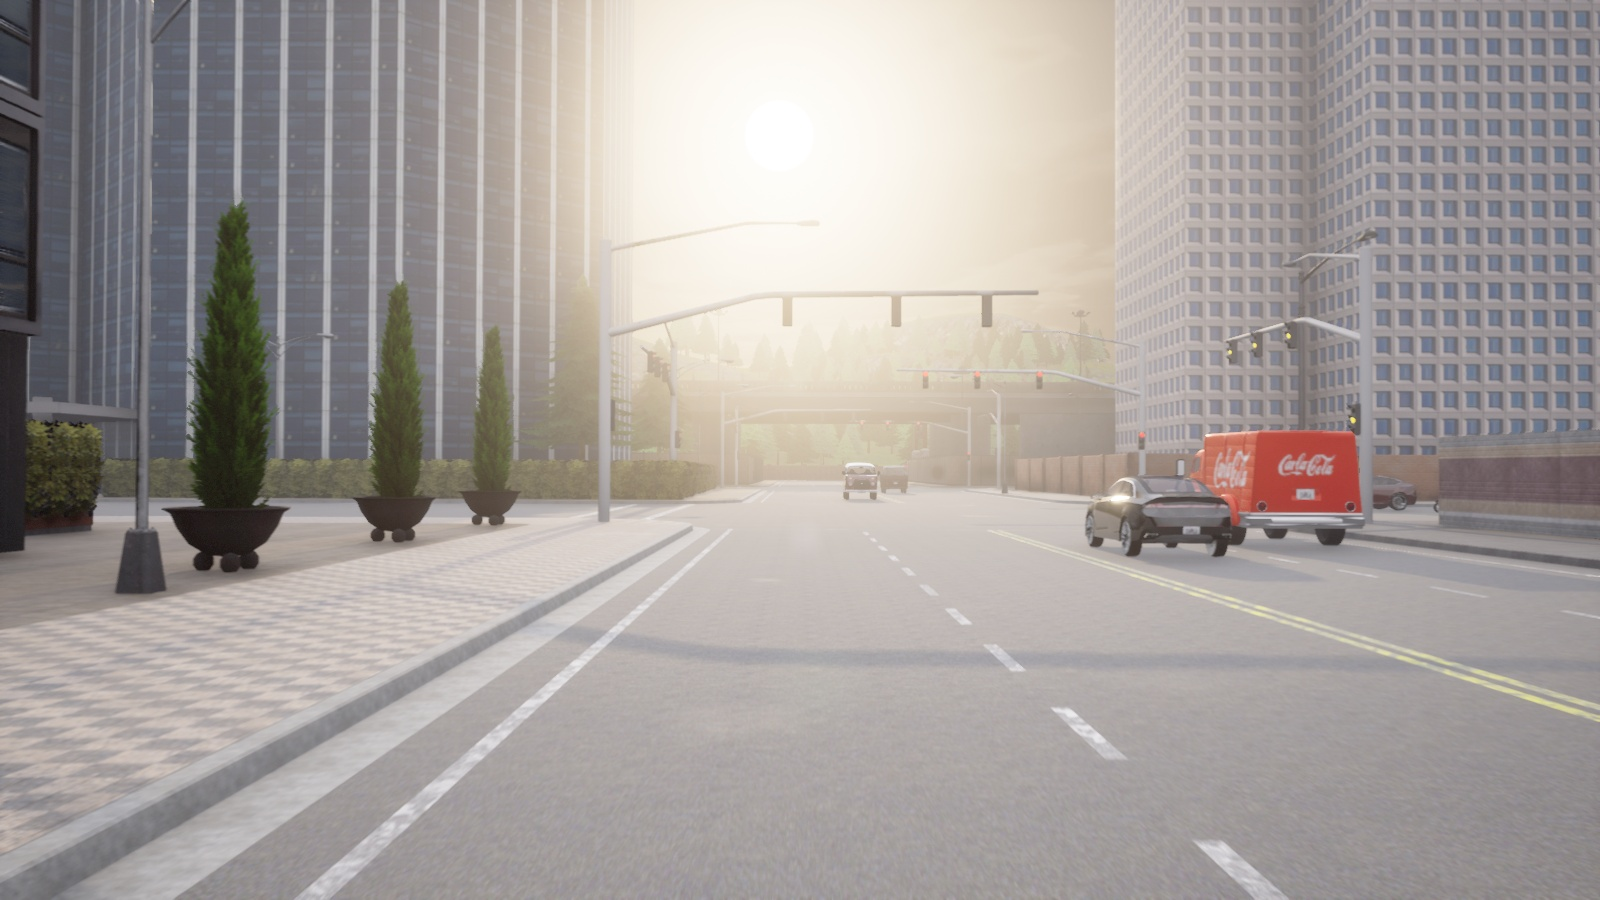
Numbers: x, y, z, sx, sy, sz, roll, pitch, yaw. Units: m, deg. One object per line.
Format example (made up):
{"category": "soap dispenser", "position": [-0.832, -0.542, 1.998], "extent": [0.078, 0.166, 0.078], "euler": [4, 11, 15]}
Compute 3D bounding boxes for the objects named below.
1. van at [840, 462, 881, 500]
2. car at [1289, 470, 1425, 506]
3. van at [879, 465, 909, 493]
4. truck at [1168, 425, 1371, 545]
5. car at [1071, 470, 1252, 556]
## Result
{"category": "van", "position": [3.328, 1.696, 69.967], "extent": [2.069, 2.038, 4.480], "euler": [0, -1, 0]}
{"category": "car", "position": [23.638, 1.614, 53.431], "extent": [4.792, 1.488, 2.163], "euler": [0, -1, 0]}
{"category": "van", "position": [6.778, 2.064, 91.026], "extent": [1.775, 1.987, 4.442], "euler": [0, -1, 0]}
{"category": "truck", "position": [10.429, 0.763, 28.483], "extent": [2.627, 2.467, 5.204], "euler": [0, -1, 0]}
{"category": "car", "position": [6.939, 1.157, 24.735], "extent": [2.128, 1.511, 4.902], "euler": [0, -1, 0]}
